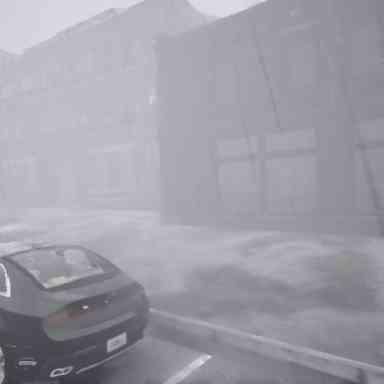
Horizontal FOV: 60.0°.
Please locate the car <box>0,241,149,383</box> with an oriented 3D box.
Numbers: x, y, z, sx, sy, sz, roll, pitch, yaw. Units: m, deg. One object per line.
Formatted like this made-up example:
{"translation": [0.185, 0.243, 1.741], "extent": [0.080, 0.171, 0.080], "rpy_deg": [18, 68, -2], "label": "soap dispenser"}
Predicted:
{"translation": [-2.874, 1.538, 5.332], "extent": [4.892, 1.521, 2.231], "rpy_deg": [-1, 0, 35], "label": "car"}
